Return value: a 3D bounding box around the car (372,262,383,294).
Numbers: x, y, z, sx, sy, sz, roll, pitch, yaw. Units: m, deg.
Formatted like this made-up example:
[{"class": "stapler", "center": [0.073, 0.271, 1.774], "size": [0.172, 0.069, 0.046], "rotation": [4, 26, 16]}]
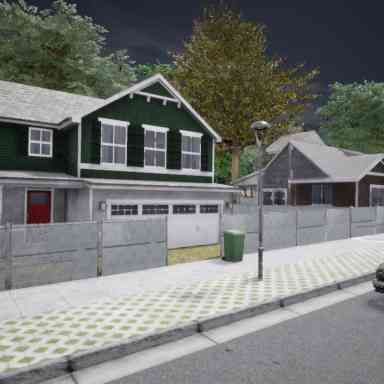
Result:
[{"class": "car", "center": [6.263, 1.549, 7.559], "size": [5.357, 1.411, 2.033], "rotation": [0, 0, -36]}]
